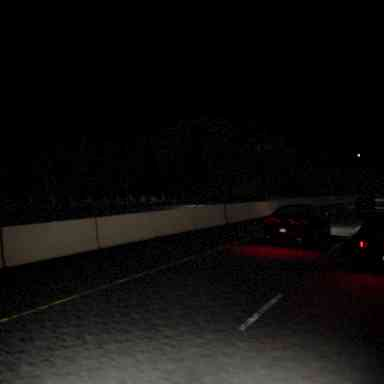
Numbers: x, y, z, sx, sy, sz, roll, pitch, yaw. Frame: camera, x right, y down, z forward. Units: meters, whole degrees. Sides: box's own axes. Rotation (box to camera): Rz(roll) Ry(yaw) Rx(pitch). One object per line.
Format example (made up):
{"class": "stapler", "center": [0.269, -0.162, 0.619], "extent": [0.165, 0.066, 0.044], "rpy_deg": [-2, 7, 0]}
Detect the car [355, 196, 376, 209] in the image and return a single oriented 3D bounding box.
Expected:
{"class": "car", "center": [20.594, 1.221, 39.493], "extent": [1.882, 1.535, 5.008], "rpy_deg": [1, -1, 32]}

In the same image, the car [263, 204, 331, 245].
{"class": "car", "center": [4.718, 1.271, 14.501], "extent": [1.882, 1.535, 5.008], "rpy_deg": [1, 1, 32]}

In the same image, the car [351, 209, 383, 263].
{"class": "car", "center": [6.394, 1.441, 10.616], "extent": [1.895, 1.301, 4.718], "rpy_deg": [1, 1, 32]}
